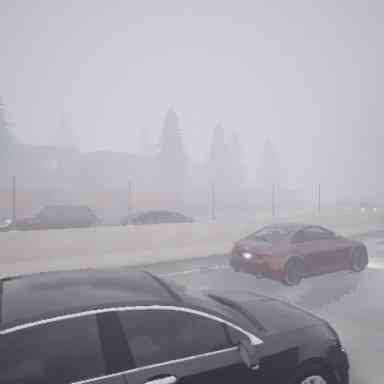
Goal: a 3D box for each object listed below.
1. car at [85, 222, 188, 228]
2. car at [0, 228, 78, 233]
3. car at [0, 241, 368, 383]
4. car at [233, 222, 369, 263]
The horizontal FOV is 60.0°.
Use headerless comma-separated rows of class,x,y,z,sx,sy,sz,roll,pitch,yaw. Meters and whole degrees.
car,-2.147,1.504,14.565,4.892,1.490,1.837,0,0,-33
car,-6.740,1.351,15.871,4.553,1.767,2.097,0,0,-31
car,-0.684,1.503,2.992,4.892,1.490,1.837,1,0,-29
car,3.066,1.564,9.397,4.181,1.385,1.994,0,0,-33
